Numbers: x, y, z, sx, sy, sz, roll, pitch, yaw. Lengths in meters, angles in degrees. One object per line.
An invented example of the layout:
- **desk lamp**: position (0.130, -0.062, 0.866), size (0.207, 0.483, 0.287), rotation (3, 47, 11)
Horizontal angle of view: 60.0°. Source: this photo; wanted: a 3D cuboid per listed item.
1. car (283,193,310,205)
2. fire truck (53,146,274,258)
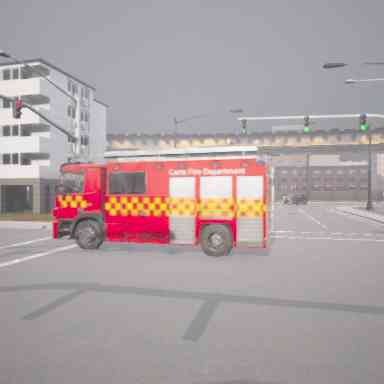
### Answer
- **car**: position (18.650, 1.262, 59.359), size (5.566, 2.045, 2.150), rotation (0, 0, -36)
- **fire truck**: position (-1.132, 0.346, 13.283), size (8.468, 3.827, 2.891), rotation (0, -1, 16)
